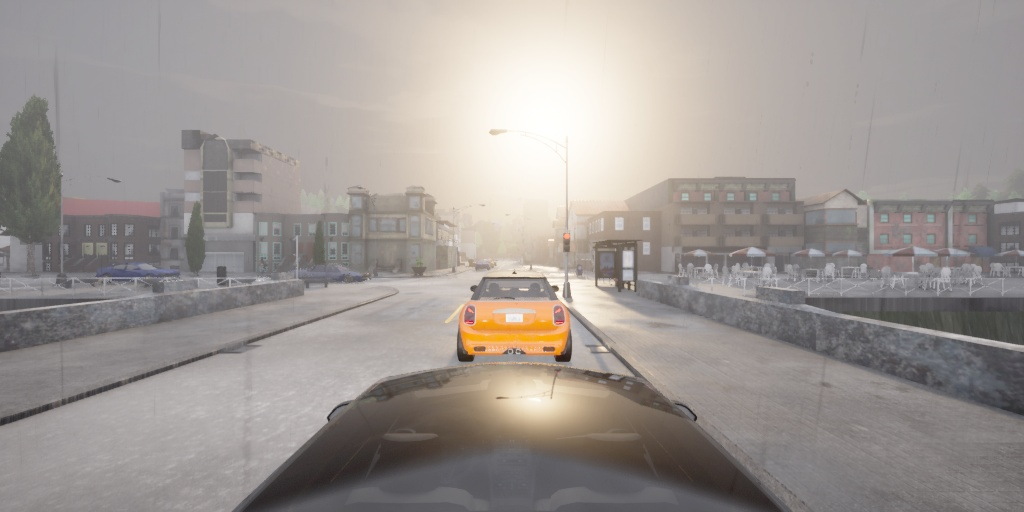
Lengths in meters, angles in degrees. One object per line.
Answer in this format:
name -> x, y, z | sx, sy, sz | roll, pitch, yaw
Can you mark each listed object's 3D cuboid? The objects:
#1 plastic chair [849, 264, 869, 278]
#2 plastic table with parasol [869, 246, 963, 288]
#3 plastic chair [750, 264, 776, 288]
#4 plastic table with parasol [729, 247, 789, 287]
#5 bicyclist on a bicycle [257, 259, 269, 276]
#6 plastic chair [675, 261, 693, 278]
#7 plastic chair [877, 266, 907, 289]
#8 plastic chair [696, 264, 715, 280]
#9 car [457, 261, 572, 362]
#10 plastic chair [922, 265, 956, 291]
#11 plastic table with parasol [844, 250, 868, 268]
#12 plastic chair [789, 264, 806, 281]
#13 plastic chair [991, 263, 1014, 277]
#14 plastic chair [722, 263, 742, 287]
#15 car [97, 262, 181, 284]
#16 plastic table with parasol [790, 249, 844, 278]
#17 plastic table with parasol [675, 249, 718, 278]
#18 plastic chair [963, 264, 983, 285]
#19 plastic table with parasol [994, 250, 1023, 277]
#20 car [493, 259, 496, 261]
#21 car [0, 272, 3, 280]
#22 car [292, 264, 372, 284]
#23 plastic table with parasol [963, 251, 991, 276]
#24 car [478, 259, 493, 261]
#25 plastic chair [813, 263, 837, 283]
plastic chair -> 29.904, 1.279, 30.829 | 0.750, 1.272, 0.730 | 0, 0, 0
plastic table with parasol -> 23.802, 0.675, 21.281 | 2.482, 2.480, 2.482 | 0, 0, 0
plastic chair -> 15.002, 1.279, 21.433 | 0.750, 1.272, 0.730 | 0, 0, 0
plastic table with parasol -> 15.172, 0.675, 22.693 | 2.482, 2.480, 2.482 | 0, 0, 0
bicyclist on a bicycle -> -24.014, 1.099, 34.583 | 0.582, 1.620, 1.656 | 0, 0, 0
plastic chair -> 14.704, 1.279, 30.633 | 0.730, 1.272, 0.750 | 0, 0, 0
plastic chair -> 22.602, 1.279, 21.331 | 0.730, 1.272, 0.750 | 0, 0, 0
plastic chair -> 15.804, 1.279, 29.233 | 0.750, 1.272, 0.730 | 0, 0, 0
car -> 0.061, 1.102, 8.375 | 2.097, 1.767, 4.553 | 0, 0, 1
plastic chair -> 23.701, 1.279, 19.931 | 0.750, 1.272, 0.730 | 0, 0, 0
plastic table with parasol -> 30.234, 0.675, 32.199 | 2.482, 2.480, 2.482 | 0, 0, 0
plastic chair -> 21.703, 1.279, 27.531 | 0.730, 1.272, 0.750 | 0, 0, 0
plastic chair -> 45.505, 1.279, 33.325 | 0.730, 1.272, 0.750 | 0, 0, 0
plastic chair -> 13.902, 1.279, 22.833 | 0.730, 1.272, 0.750 | 0, 0, 0
car -> -27.130, 1.228, 26.186 | 5.008, 1.535, 1.882 | 1, 0, 0
plastic table with parasol -> 22.903, 0.675, 27.481 | 2.482, 2.480, 2.482 | 0, 0, 0
plastic table with parasol -> 15.924, 0.675, 30.513 | 2.482, 2.480, 2.482 | 0, 0, 0
plastic chair -> 30.502, 1.279, 23.829 | 0.750, 1.272, 0.730 | 0, 0, 0
plastic table with parasol -> 46.705, 0.675, 33.205 | 2.482, 2.480, 2.482 | 0, 0, 0
car -> -4.071, 1.228, 60.704 | 1.882, 1.535, 5.008 | 0, 0, 0
car -> -40.598, 1.102, 26.208 | 4.553, 1.767, 2.097 | 0, 0, 0
car -> -13.139, 1.297, 26.161 | 5.357, 1.411, 2.033 | 0, 0, 0
plastic table with parasol -> 30.513, 0.675, 25.109 | 2.482, 2.480, 2.482 | 0, 0, 0
car -> -4.091, 1.228, 51.054 | 1.882, 1.535, 5.008 | 0, 0, 0
plastic chair -> 22.803, 1.279, 26.131 | 0.750, 1.272, 0.730 | 0, 0, 0
